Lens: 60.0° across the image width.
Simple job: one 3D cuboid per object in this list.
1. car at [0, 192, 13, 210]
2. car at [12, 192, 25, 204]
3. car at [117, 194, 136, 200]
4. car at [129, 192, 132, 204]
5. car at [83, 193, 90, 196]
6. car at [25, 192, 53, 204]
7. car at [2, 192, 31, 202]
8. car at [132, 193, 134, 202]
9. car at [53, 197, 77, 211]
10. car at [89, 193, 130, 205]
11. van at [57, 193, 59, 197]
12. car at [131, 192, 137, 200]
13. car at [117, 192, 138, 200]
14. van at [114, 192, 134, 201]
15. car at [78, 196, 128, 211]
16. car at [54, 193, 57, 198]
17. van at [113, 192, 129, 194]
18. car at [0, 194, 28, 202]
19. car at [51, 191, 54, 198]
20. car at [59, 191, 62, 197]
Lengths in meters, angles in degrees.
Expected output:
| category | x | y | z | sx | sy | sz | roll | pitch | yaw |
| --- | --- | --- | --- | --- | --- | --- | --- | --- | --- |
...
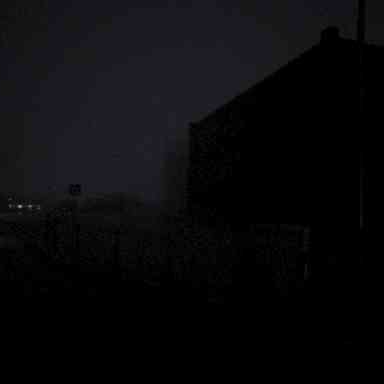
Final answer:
| category | x | y | z | sx | sy | sz | roll | pitch | yaw |
| --- | --- | --- | --- | --- | --- | --- | --- | --- | --- |
| car | -22.969 | 1.219 | 38.377 | 2.097 | 1.767 | 4.553 | 1 | 0 | -8 |
| car | -28.190 | 1.065 | 54.508 | 1.837 | 1.490 | 4.892 | 1 | 0 | -8 |
| car | -17.333 | 1.316 | 88.619 | 4.892 | 1.521 | 2.231 | 1 | 0 | -8 |
| car | -12.248 | 1.375 | 52.851 | 4.553 | 1.767 | 2.185 | 1 | 0 | -8 |
| car | -18.181 | 1.371 | 60.969 | 1.882 | 1.535 | 5.008 | 1 | 0 | -8 |
| car | -25.221 | 1.149 | 54.930 | 2.033 | 1.411 | 5.357 | 1 | 0 | -8 |
| car | -34.467 | 0.976 | 65.497 | 4.553 | 1.767 | 2.185 | 1 | 0 | -8 |
| car | -12.691 | 1.481 | 55.722 | 5.008 | 1.535 | 2.097 | 1 | 0 | -8 |
| car | -15.240 | 1.593 | 41.008 | 1.895 | 1.301 | 4.718 | 1 | 0 | -8 |
| car | -11.082 | 1.412 | 44.589 | 4.553 | 1.767 | 2.185 | 1 | 0 | -8 |
| van | -37.046 | 0.806 | 84.748 | 4.442 | 1.987 | 1.878 | 1 | 0 | -8 |
| car | -14.263 | 1.160 | 66.726 | 5.566 | 2.045 | 2.435 | 1 | 0 | -8 |
| car | -17.740 | 1.056 | 91.370 | 5.566 | 2.045 | 2.435 | 1 | 0 | -8 |
| van | -15.886 | 1.126 | 77.598 | 4.442 | 1.987 | 1.878 | 1 | 0 | -8 |
| car | -10.385 | 1.570 | 39.199 | 4.792 | 1.488 | 2.163 | 1 | 0 | -8 |
| car | -36.755 | 1.038 | 81.880 | 4.892 | 1.521 | 2.231 | 1 | 0 | -8 |
| van | -11.633 | 1.302 | 47.448 | 4.442 | 1.987 | 1.878 | 1 | 0 | -8 |
| car | -34.056 | 1.117 | 62.771 | 5.008 | 1.535 | 2.097 | 1 | 0 | -8 |
| car | -36.368 | 1.047 | 79.151 | 4.892 | 1.521 | 2.231 | 1 | 0 | -8 |
| car | -37.534 | 1.064 | 87.339 | 4.674 | 1.452 | 2.002 | 1 | 0 | -8 |
